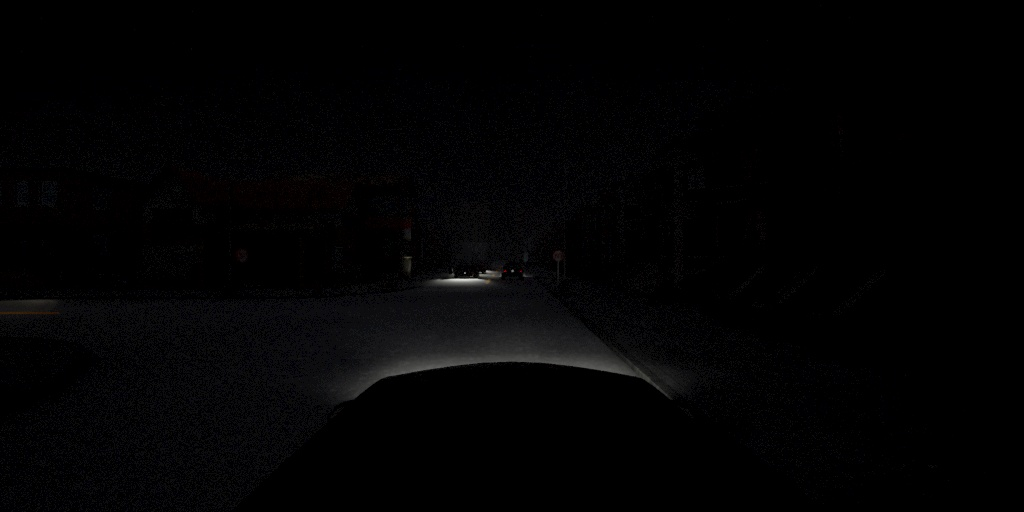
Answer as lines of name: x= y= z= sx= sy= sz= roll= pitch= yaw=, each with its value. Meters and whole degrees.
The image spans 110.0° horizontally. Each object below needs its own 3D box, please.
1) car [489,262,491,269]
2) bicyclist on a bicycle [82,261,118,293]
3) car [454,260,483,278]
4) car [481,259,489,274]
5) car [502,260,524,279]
car: x=-4.122 y=1.247 z=52.735 sx=2.128 sy=1.511 sz=4.902 roll=0 pitch=0 yaw=0
bicyclist on a bicycle: x=-21.599 y=1.101 z=18.807 sx=0.582 sy=1.620 sz=1.656 roll=0 pitch=0 yaw=0
car: x=-4.138 y=1.317 z=33.535 sx=1.994 sy=1.385 sz=4.181 roll=0 pitch=0 yaw=0
car: x=-4.140 y=1.232 z=42.421 sx=1.882 sy=1.535 sz=5.008 roll=0 pitch=0 yaw=0
car: x=0.053 y=1.301 z=32.297 sx=2.033 sy=1.411 sz=5.357 roll=0 pitch=0 yaw=0
